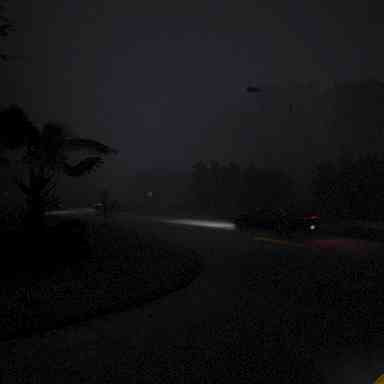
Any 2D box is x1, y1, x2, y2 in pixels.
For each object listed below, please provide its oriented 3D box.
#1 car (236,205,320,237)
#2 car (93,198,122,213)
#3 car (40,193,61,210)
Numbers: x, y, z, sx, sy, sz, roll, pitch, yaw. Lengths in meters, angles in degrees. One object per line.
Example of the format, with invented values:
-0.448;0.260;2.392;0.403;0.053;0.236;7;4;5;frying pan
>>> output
4.308;1.425;17.537;2.128;1.511;4.902;0;0;-33;car
-9.372;1.428;36.717;2.128;1.511;4.902;0;0;-35;car
-18.146;1.180;41.810;2.150;2.045;5.566;0;0;-35;car
